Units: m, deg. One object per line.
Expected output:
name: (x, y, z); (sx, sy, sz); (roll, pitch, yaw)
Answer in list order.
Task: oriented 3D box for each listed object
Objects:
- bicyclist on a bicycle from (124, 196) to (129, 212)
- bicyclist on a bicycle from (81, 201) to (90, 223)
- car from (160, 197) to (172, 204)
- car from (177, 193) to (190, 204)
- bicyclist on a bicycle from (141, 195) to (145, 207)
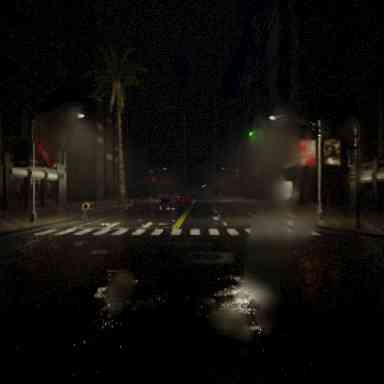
bicyclist on a bicycle: (-7.653, 1.390, 38.771); (0.659, 1.776, 1.843); (0, 0, 2)
bicyclist on a bicycle: (-8.016, 1.484, 25.187); (0.582, 1.620, 1.656); (0, 0, 2)
car: (-4.824, 1.584, 61.098); (1.895, 1.301, 4.718); (0, 0, 2)
car: (-1.578, 1.184, 61.012); (2.150, 2.045, 5.566); (0, 0, 2)
bicyclist on a bicycle: (-7.350, 1.382, 49.959); (0.659, 1.776, 1.843); (0, -2, 1)
